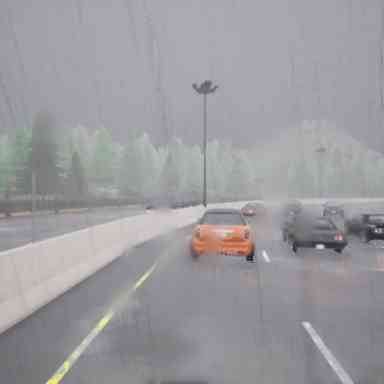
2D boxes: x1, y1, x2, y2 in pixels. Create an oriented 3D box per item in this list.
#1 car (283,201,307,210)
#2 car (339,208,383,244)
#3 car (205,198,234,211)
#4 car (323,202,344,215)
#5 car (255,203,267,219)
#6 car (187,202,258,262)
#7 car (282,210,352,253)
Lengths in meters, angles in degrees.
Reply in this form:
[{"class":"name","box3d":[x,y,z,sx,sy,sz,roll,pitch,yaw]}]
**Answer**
[{"class":"car","box3d":[9.609,1.647,31.321,1.837,1.490,4.892,0,0,20]},{"class":"car","box3d":[8.866,1.689,16.138,1.895,1.301,4.718,0,0,11]},{"class":"car","box3d":[3.764,1.656,44.560,2.128,1.511,4.902,0,0,27]},{"class":"car","box3d":[14.067,1.691,33.096,1.812,1.442,4.674,0,0,22]},{"class":"car","box3d":[5.823,1.691,31.096,1.994,1.385,4.181,0,0,19]},{"class":"car","box3d":[1.235,1.400,12.659,2.097,1.767,4.553,0,0,8]},{"class":"car","box3d":[4.933,1.667,14.061,1.895,1.301,4.718,0,0,9]}]
